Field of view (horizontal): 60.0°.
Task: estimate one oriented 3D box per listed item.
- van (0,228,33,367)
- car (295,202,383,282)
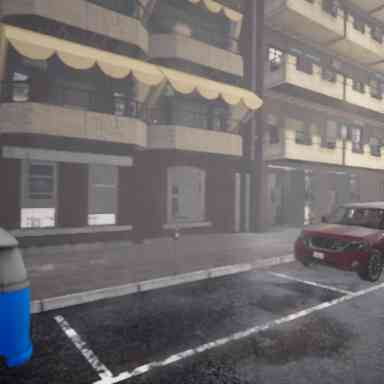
[{"bbox_3d":[-3.783,1.351,3.373,3.998,1.788,1.690,0,2,-35],"label":"van"},{"bbox_3d":[5.225,1.250,9.791,5.009,1.841,2.192,0,2,-35],"label":"car"}]
